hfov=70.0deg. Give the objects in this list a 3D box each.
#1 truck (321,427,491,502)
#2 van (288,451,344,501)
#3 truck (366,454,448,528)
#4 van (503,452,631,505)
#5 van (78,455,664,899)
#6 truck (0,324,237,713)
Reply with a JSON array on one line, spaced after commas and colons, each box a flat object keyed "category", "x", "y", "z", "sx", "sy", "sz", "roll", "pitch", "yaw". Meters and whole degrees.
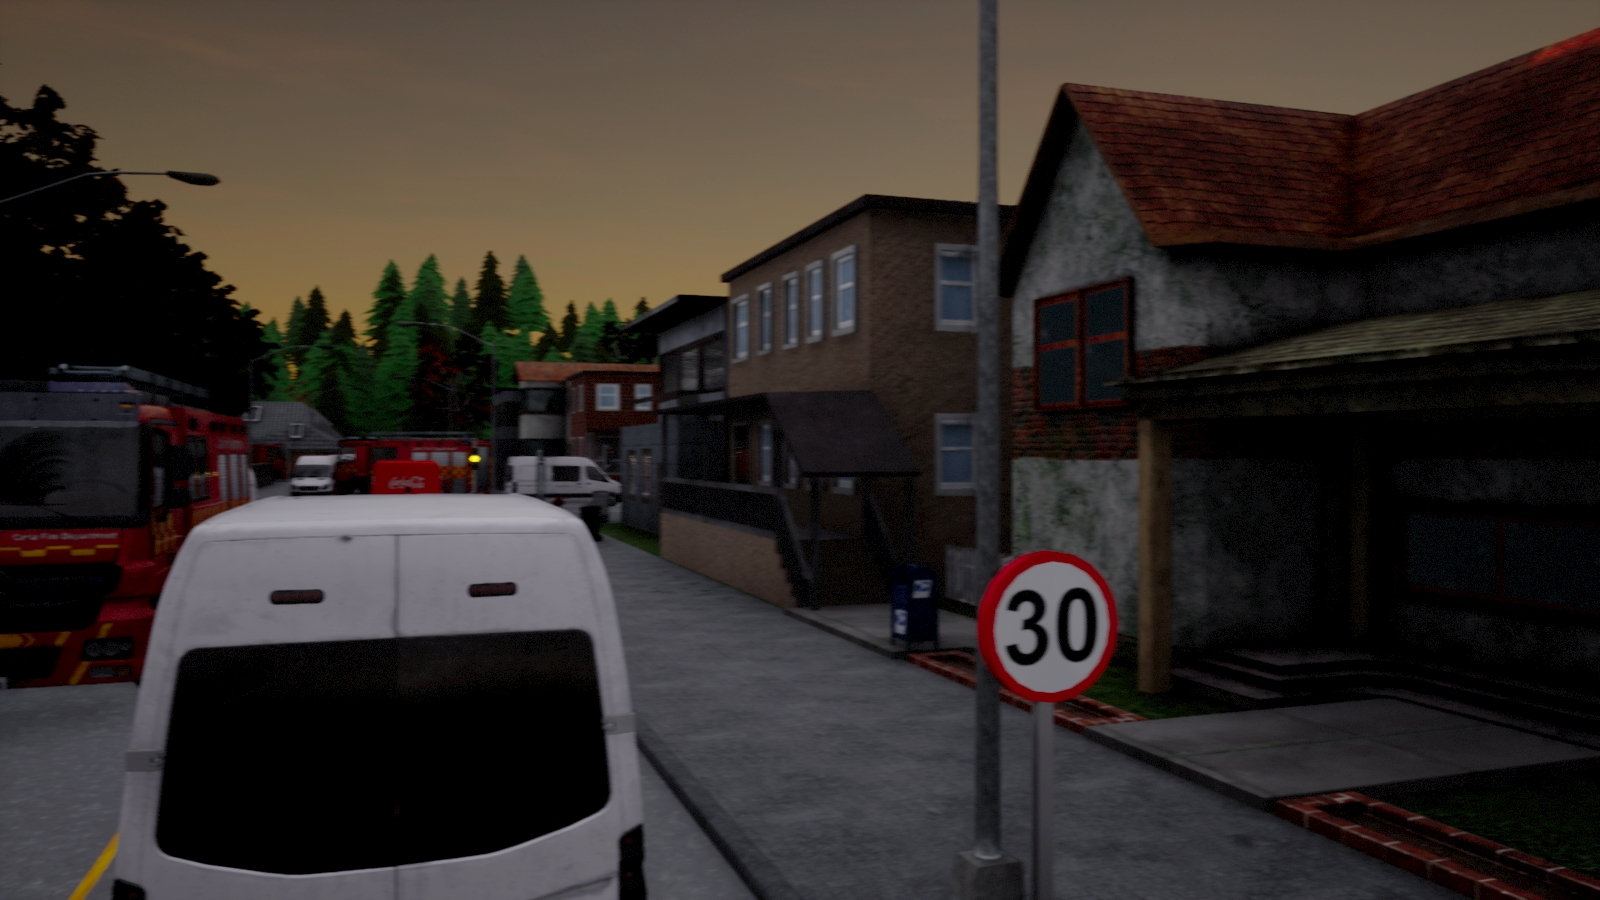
[{"category": "truck", "x": -20.957, "y": 0.720, "z": 60.804, "sx": 8.468, "sy": 3.827, "sz": 2.891, "roll": 0, "pitch": 0, "yaw": 17}, {"category": "van", "x": -26.150, "y": 1.362, "z": 61.862, "sx": 1.988, "sy": 2.561, "sz": 5.915, "roll": 0, "pitch": 0, "yaw": -15}, {"category": "truck", "x": -14.232, "y": 1.383, "z": 41.409, "sx": 2.627, "sy": 2.467, "sz": 5.204, "roll": 0, "pitch": 0, "yaw": -19}, {"category": "van", "x": -11.566, "y": 1.369, "z": 56.809, "sx": 5.915, "sy": 2.561, "sz": 1.988, "roll": 0, "pitch": 0, "yaw": -26}, {"category": "van", "x": -2.444, "y": 1.320, "z": 6.940, "sx": 1.988, "sy": 2.561, "sz": 5.915, "roll": 0, "pitch": 0, "yaw": -19}, {"category": "truck", "x": -9.653, "y": 0.678, "z": 15.137, "sx": 2.891, "sy": 3.827, "sz": 8.468, "roll": 0, "pitch": 0, "yaw": -19}]
